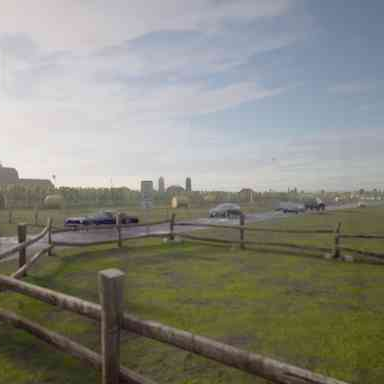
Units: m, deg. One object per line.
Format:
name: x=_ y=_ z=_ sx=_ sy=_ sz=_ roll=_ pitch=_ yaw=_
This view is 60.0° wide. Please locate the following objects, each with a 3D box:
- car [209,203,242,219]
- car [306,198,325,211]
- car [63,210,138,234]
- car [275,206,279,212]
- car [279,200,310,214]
car: x=3.552 y=1.956 z=34.643 sx=1.837 sy=1.490 sz=4.892 roll=-1 pitch=-1 yaw=35
car: x=19.321 y=1.946 z=52.398 sx=2.150 sy=2.045 sz=5.566 roll=-1 pitch=-1 yaw=35
car: x=-5.725 y=1.836 z=21.270 sx=1.895 sy=1.301 sz=4.718 roll=-1 pitch=-1 yaw=35
car: x=14.198 y=2.304 z=49.824 sx=2.033 sy=1.411 sz=5.357 roll=-1 pitch=-1 yaw=35
car: x=13.659 y=2.152 z=44.153 sx=1.994 sy=1.385 sz=4.181 roll=-1 pitch=-1 yaw=36
